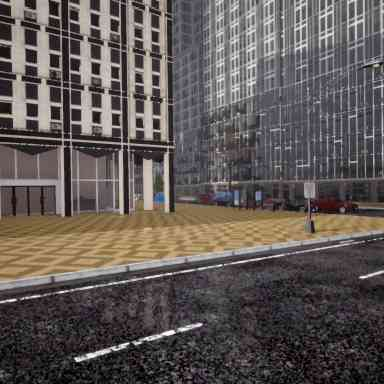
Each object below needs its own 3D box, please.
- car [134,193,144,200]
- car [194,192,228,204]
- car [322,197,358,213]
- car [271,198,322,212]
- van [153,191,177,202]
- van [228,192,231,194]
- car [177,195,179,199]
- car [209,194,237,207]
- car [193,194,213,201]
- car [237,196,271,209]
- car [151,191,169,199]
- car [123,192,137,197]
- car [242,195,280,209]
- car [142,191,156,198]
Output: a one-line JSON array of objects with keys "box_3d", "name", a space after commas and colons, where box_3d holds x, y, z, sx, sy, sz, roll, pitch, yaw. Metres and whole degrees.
[{"box_3d": [-11.251, 1.039, 68.214, 2.008, 1.369, 4.403, 0, 1, -34], "name": "car"}, {"box_3d": [2.897, 0.999, 51.948, 2.097, 1.767, 4.553, -1, 1, -36], "name": "car"}, {"box_3d": [14.674, 1.315, 34.635, 1.882, 1.535, 5.008, -1, 1, -34], "name": "car"}, {"box_3d": [10.994, 1.424, 35.229, 1.947, 1.339, 4.313, 0, 1, -34], "name": "car"}, {"box_3d": [-4.864, 0.937, 58.808, 1.690, 1.788, 3.998, 0, 1, -34], "name": "van"}, {"box_3d": [5.261, 0.855, 58.812, 1.690, 1.788, 3.998, 0, 1, -34], "name": "van"}, {"box_3d": [-4.318, 0.935, 72.921, 1.802, 1.307, 4.206, 0, 1, -34], "name": "car"}, {"box_3d": [4.670, 1.319, 44.676, 1.947, 1.339, 4.313, 0, 1, -34], "name": "car"}, {"box_3d": [2.069, 1.043, 63.517, 1.802, 1.307, 4.206, 0, 1, -34], "name": "car"}, {"box_3d": [7.815, 1.388, 39.942, 1.802, 1.307, 4.206, 0, 1, -34], "name": "car"}, {"box_3d": [-7.511, 0.614, 77.619, 2.192, 1.841, 5.009, 0, 1, -34], "name": "car"}, {"box_3d": [-17.090, 0.688, 91.727, 2.008, 1.369, 4.403, 0, 1, -34], "name": "car"}, {"box_3d": [8.860, 1.221, 43.201, 1.882, 1.535, 5.008, -1, 1, -34], "name": "car"}, {"box_3d": [-10.705, 0.685, 82.322, 1.967, 1.590, 4.097, 0, 1, -34], "name": "car"}]
